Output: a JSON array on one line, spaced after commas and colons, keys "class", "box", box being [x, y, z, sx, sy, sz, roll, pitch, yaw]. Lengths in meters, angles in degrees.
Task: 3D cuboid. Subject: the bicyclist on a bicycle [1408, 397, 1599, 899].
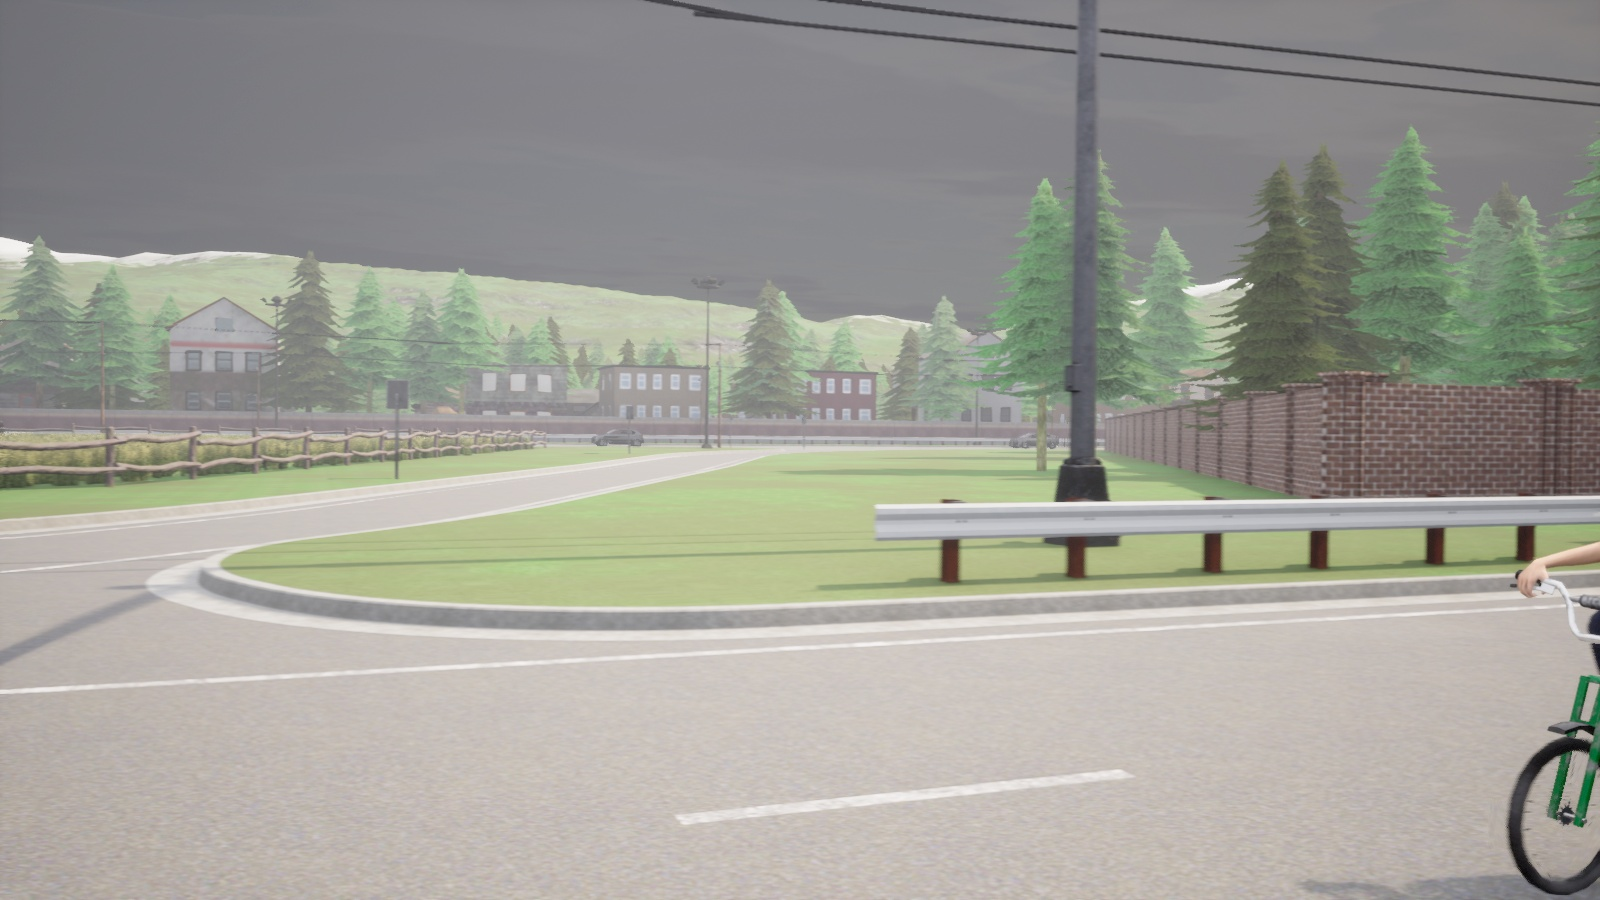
[{"class": "bicyclist on a bicycle", "box": [3.057, 0.630, 4.394, 1.509, 1.612, 0.866, -1, 1, -21]}]
